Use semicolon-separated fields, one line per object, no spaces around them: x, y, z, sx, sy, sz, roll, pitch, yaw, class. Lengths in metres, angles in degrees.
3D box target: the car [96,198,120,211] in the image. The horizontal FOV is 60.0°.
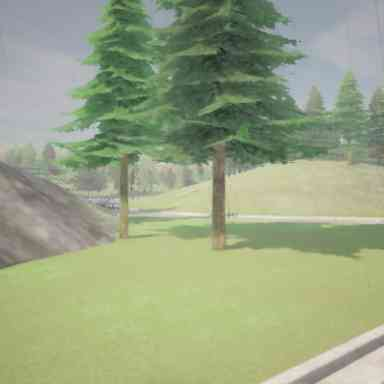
-10.201;1.514;40.705;2.128;1.511;4.902;0;0;-36;car
